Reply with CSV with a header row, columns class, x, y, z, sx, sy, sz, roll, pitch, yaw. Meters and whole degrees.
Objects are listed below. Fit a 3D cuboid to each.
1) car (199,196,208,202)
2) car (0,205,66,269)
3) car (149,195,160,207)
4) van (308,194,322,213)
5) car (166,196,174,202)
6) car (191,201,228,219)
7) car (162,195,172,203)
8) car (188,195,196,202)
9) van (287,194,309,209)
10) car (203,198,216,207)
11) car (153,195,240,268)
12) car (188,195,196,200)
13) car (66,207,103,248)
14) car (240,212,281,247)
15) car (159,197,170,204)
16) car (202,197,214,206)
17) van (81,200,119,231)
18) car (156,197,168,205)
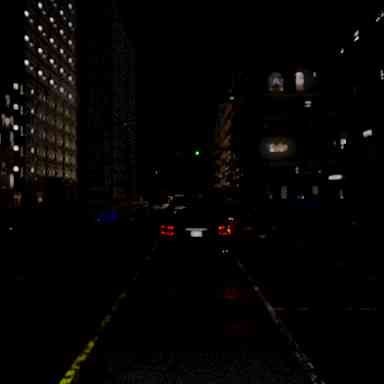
class,x,y,z,sx,sy,sz,roll,pitch,yaw
car,2.708,1.714,80.494,1.947,1.339,4.313,0,0,0
car,-5.694,1.325,9.423,2.192,1.841,5.009,0,0,0
car,-5.681,1.398,52.859,2.192,1.841,5.009,0,0,0
van,13.739,1.195,32.028,3.998,1.788,1.690,-1,1,0
car,-5.671,1.689,85.854,1.752,1.417,4.829,0,0,0
car,1.695,1.565,30.197,1.812,1.442,4.674,-1,0,24
car,-5.674,1.574,74.970,1.967,1.590,4.097,0,0,0
car,0.024,1.625,82.740,1.882,1.535,5.008,0,0,0
van,13.719,1.168,40.408,3.998,1.788,1.690,-1,1,0
car,2.700,1.628,52.856,1.887,1.381,4.507,0,0,0
car,0.101,1.231,11.543,2.150,2.045,5.566,0,0,0
car,0.027,1.559,93.162,2.128,1.511,4.902,0,0,0
car,-5.691,1.583,14.946,1.947,1.339,4.313,0,0,0
car,2.689,1.562,14.942,1.887,1.381,4.507,0,0,0
car,-5.675,1.686,69.442,1.947,1.339,4.313,0,0,0
car,2.702,1.640,58.383,1.887,1.381,4.507,0,0,0
van,-5.690,1.366,20.469,1.690,1.788,3.998,0,0,0
car,-5.677,1.652,63.913,1.887,1.381,4.507,0,0,0
